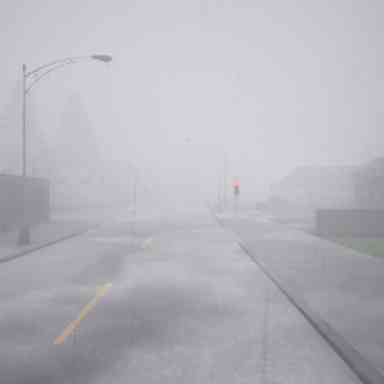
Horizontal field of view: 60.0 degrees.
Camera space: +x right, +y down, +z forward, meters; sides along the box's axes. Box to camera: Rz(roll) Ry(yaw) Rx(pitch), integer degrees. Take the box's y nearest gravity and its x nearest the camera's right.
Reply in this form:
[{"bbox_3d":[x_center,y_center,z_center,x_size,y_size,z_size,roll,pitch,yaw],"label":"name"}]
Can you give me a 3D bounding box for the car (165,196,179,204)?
[{"bbox_3d":[-4.007,1.584,63.759,1.812,1.442,4.674,0,0,1],"label":"car"}]
